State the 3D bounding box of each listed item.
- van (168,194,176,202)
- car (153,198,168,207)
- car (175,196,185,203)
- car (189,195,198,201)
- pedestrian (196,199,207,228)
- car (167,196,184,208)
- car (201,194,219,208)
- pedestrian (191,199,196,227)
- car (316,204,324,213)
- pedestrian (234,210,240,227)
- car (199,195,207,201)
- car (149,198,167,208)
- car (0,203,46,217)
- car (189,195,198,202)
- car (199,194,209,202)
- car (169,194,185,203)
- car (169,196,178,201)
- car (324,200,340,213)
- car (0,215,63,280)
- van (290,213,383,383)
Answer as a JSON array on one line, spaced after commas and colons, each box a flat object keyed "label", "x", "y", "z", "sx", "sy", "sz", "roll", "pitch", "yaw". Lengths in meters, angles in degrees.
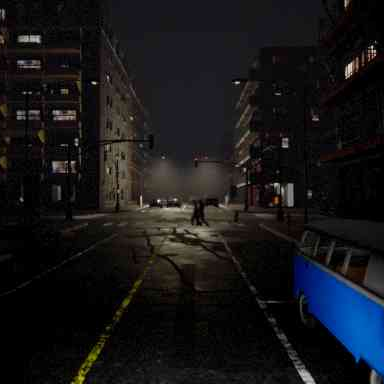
[{"label": "van", "x": -4.929, "y": 1.473, "z": 81.416, "sx": 1.690, "sy": 1.788, "sz": 3.998, "roll": 1, "pitch": 0, "yaw": 0}, {"label": "car", "x": -5.058, "y": 1.612, "z": 53.609, "sx": 1.947, "sy": 1.339, "sz": 4.313, "roll": 1, "pitch": 0, "yaw": 0}, {"label": "car", "x": -2.430, "y": 1.638, "z": 70.680, "sx": 1.994, "sy": 1.385, "sz": 4.181, "roll": 0, "pitch": 0, "yaw": 0}, {"label": "car", "x": 0.400, "y": 1.527, "z": 88.078, "sx": 2.128, "sy": 1.511, "sz": 4.902, "roll": 0, "pitch": 0, "yaw": 0}, {"label": "pedestrian", "x": 0.605, "y": 1.310, "z": 21.091, "sx": 0.375, "sy": 1.860, "sz": 0.375, "roll": 1, "pitch": -1, "yaw": 0}, {"label": "car", "x": -2.623, "y": 1.604, "z": 48.305, "sx": 1.994, "sy": 1.385, "sz": 4.181, "roll": 0, "pitch": 0, "yaw": 1}, {"label": "car", "x": 2.802, "y": 1.355, "z": 48.058, "sx": 2.192, "sy": 1.841, "sz": 5.009, "roll": 1, "pitch": 0, "yaw": 0}, {"label": "pedestrian", "x": 0.222, "y": 1.307, "z": 22.293, "sx": 0.375, "sy": 1.860, "sz": 0.375, "roll": 1, "pitch": -1, "yaw": 0}, {"label": "car", "x": 14.999, "y": 1.494, "z": 33.135, "sx": 5.008, "sy": 1.535, "sz": 1.882, "roll": 0, "pitch": -1, "yaw": 1}, {"label": "pedestrian", "x": 2.937, "y": 1.691, "z": 21.671, "sx": 0.500, "sy": 1.100, "sz": 0.500, "roll": 1, "pitch": -1, "yaw": 0}, {"label": "car", "x": 2.973, "y": 1.605, "z": 86.980, "sx": 1.967, "sy": 1.590, "sz": 4.097, "roll": 1, "pitch": 0, "yaw": 0}, {"label": "car", "x": -5.083, "y": 1.606, "z": 48.048, "sx": 1.947, "sy": 1.339, "sz": 4.313, "roll": 1, "pitch": 0, "yaw": 0}, {"label": "car", "x": -16.021, "y": 1.642, "z": 30.398, "sx": 4.718, "sy": 1.301, "sz": 1.895, "roll": 0, "pitch": -1, "yaw": 0}, {"label": "car", "x": 0.353, "y": 1.583, "z": 77.653, "sx": 1.882, "sy": 1.535, "sz": 5.008, "roll": 0, "pitch": 0, "yaw": 0}, {"label": "car", "x": 2.950, "y": 1.448, "z": 81.416, "sx": 2.192, "sy": 1.841, "sz": 5.009, "roll": 1, "pitch": 0, "yaw": 0}, {"label": "car", "x": -2.565, "y": 1.558, "z": 58.343, "sx": 1.837, "sy": 1.490, "sz": 4.892, "roll": 0, "pitch": 0, "yaw": 1}, {"label": "car", "x": -4.908, "y": 1.715, "z": 86.980, "sx": 2.008, "sy": 1.369, "sz": 4.403, "roll": 1, "pitch": 0, "yaw": 0}, {"label": "car", "x": 13.868, "y": 1.454, "z": 27.726, "sx": 4.403, "sy": 1.369, "sz": 2.008, "roll": 0, "pitch": -1, "yaw": 0}, {"label": "car", "x": -5.257, "y": 1.588, "z": 9.968, "sx": 1.802, "sy": 1.307, "sz": 4.206, "roll": 1, "pitch": 0, "yaw": 0}, {"label": "van", "x": 2.569, "y": 1.343, "z": 4.346, "sx": 1.690, "sy": 1.788, "sz": 3.998, "roll": 1, "pitch": 0, "yaw": 0}]
